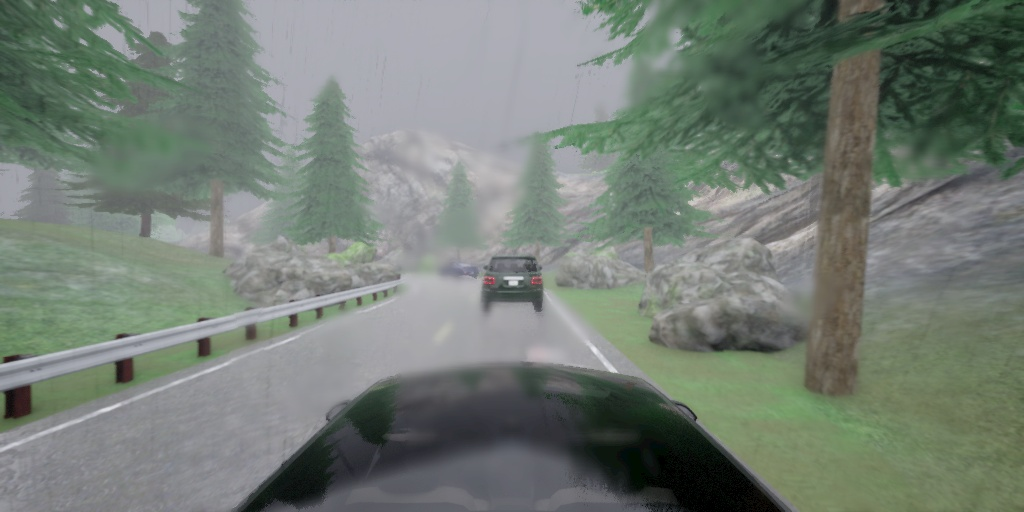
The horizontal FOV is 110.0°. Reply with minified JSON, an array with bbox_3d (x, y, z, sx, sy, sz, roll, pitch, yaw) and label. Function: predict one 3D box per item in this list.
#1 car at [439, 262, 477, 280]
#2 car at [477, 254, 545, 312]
[{"bbox_3d":[-4.576,1.211,30.725,1.812,1.442,4.674,0,0,-37],"label":"car"},{"bbox_3d":[0.044,0.946,14.240,2.150,2.045,5.566,0,0,0],"label":"car"}]
